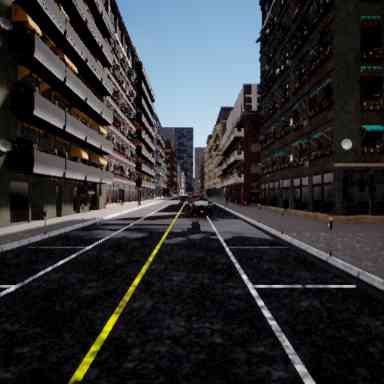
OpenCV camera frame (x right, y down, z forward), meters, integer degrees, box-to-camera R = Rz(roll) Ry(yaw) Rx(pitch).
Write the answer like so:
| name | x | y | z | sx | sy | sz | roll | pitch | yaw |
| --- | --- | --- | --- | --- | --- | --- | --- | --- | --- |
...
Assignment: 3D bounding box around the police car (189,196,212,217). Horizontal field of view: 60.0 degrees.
| name | x | y | z | sx | sy | sz | roll | pitch | yaw |
| --- | --- | --- | --- | --- | --- | --- | --- | --- | --- |
| police car | 0.825 | 1.446 | 30.628 | 1.930 | 1.638 | 5.238 | 0 | 0 | 0 |
